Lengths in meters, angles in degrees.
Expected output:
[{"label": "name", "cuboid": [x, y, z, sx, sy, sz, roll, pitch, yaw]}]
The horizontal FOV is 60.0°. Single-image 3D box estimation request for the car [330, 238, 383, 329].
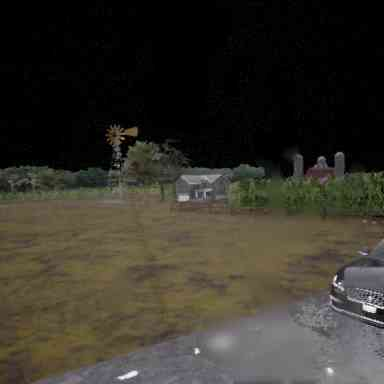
[{"label": "car", "cuboid": [4.615, 1.473, 6.362, 4.892, 1.490, 1.837, 0, 0, -35]}]
